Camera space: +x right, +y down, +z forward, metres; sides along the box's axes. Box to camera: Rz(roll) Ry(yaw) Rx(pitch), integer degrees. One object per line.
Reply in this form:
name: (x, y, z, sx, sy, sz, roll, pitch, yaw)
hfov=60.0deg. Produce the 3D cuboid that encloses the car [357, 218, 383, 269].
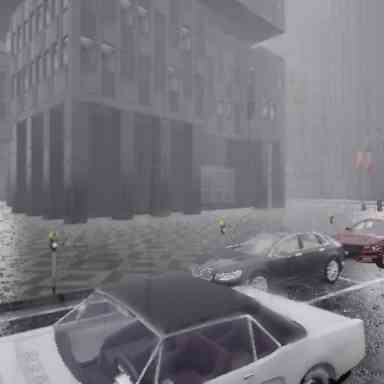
car: (6.376, 1.553, 11.196, 4.507, 1.381, 1.887, 0, 0, -36)

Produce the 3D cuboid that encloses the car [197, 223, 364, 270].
car: (1.944, 1.555, 8.034, 4.403, 1.369, 2.008, 0, 0, -36)

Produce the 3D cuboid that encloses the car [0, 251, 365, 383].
car: (-0.501, 1.601, 3.021, 4.718, 1.301, 1.895, 0, 0, -35)
